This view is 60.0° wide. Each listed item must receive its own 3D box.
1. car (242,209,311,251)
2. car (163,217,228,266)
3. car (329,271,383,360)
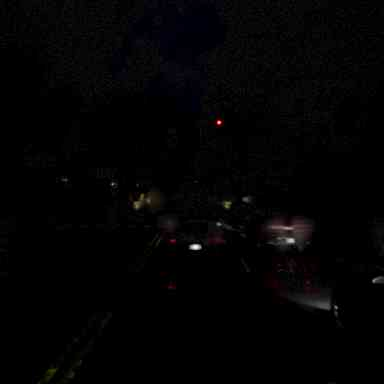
[{"bbox_3d":[3.356,1.470,13.950,2.128,1.511,4.902,0,0,-2],"label":"car"},{"bbox_3d":[0.098,1.547,11.535,1.994,1.385,4.181,0,0,0],"label":"car"},{"bbox_3d":[3.348,1.558,4.045,1.994,1.385,4.181,0,0,0],"label":"car"}]
